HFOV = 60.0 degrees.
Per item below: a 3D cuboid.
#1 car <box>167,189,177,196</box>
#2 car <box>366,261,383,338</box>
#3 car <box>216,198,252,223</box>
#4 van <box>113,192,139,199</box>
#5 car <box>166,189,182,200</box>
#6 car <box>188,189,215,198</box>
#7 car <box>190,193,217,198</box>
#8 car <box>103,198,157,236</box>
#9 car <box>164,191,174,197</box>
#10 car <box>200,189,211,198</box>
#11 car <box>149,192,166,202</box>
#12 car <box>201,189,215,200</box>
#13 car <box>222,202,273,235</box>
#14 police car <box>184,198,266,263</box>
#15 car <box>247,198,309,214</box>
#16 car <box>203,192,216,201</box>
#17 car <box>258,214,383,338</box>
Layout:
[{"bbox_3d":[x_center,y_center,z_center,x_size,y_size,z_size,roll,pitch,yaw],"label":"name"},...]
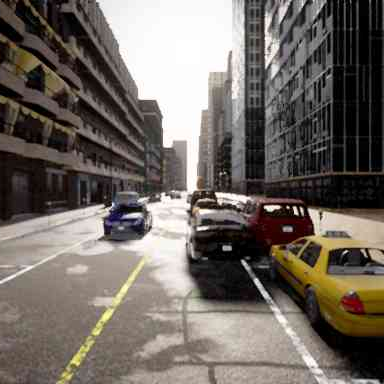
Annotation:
[{"bbox_3d":[-5.367,0.018,89.255,2.192,1.841,5.009,1,1,0],"label":"car"},{"bbox_3d":[2.706,1.505,1.043,1.752,1.417,4.829,1,1,0],"label":"car"},{"bbox_3d":[2.782,1.172,22.961,1.887,1.381,4.507,1,1,0],"label":"car"},{"bbox_3d":[-5.576,0.884,28.510,1.690,1.788,3.998,1,1,0],"label":"van"},{"bbox_3d":[-2.853,0.588,59.267,2.128,1.511,4.902,0,1,1],"label":"car"},{"bbox_3d":[0.923,0.782,27.323,2.150,2.045,5.566,0,1,0],"label":"car"},{"bbox_3d":[0.928,1.107,21.466,1.801,1.575,5.366,0,1,0],"label":"car"},{"bbox_3d":[-3.044,1.253,16.642,1.812,1.442,4.674,0,1,0],"label":"car"},{"bbox_3d":[-5.407,0.387,78.213,1.887,1.381,4.507,1,1,0],"label":"car"},{"bbox_3d":[2.956,0.228,72.658,2.192,1.841,5.009,1,1,0],"label":"car"},{"bbox_3d":[-5.503,0.799,50.602,1.802,1.307,4.206,1,1,0],"label":"car"},{"bbox_3d":[2.918,0.378,61.613,2.192,1.841,5.009,1,1,0],"label":"car"},{"bbox_3d":[2.762,1.280,17.438,1.947,1.339,4.313,1,1,0],"label":"car"},{"bbox_3d":[0.777,1.238,11.338,1.930,1.638,5.238,0,1,-3],"label":"police car"},{"bbox_3d":[2.747,1.118,11.912,2.192,1.841,5.009,1,1,0],"label":"car"},{"bbox_3d":[2.896,0.705,56.094,1.947,1.339,4.313,1,1,0],"label":"car"},{"bbox_3d":[2.725,1.415,6.565,1.752,1.417,4.829,1,1,0],"label":"car"}]
